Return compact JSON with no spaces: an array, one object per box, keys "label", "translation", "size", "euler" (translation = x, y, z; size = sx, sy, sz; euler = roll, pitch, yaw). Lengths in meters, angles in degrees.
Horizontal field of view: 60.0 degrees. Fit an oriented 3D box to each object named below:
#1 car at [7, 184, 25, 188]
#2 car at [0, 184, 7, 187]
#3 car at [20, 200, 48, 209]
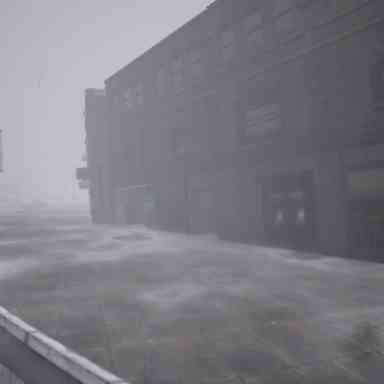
[{"label":"car","translation":[-43.967,-1.166,81.207],"size":[2.163,1.488,4.792],"euler":[-5,-3,16]},{"label":"car","translation":[-45.562,-1.509,75.713],"size":[2.185,1.767,4.553],"euler":[-5,-3,17]},{"label":"car","translation":[-26.600,2.096,56.155],"size":[2.033,1.411,5.357],"euler":[-4,-1,9]}]
